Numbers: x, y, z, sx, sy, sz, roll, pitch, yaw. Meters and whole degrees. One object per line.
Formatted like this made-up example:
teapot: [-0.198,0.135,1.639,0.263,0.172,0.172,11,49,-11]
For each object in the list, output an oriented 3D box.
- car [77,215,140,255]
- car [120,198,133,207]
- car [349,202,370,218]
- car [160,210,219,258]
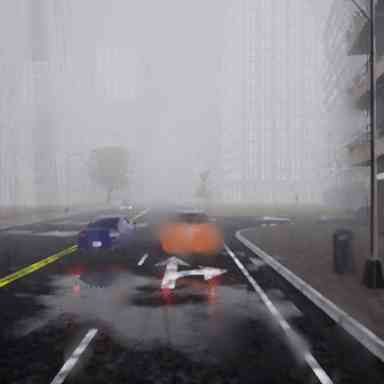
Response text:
car: [-3.367,1.672,13.963,1.812,1.442,4.674,0,0,-1]
car: [-13.071,2.043,66.497,2.097,1.767,4.553,0,-1,-6]
car: [16.785,1.586,30.686,4.097,1.590,1.967,-1,0,13]
car: [-0.060,1.494,13.552,2.097,1.767,4.553,0,-1,1]
